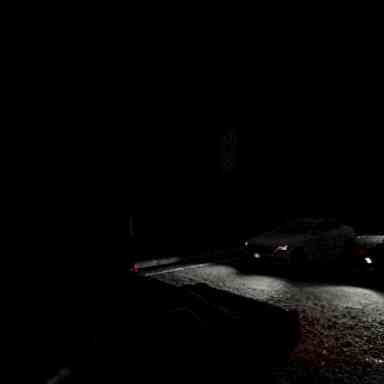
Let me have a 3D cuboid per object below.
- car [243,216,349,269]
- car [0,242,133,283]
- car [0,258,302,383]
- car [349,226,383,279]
[{"bbox_3d":[3.773,1.563,11.176,4.674,1.442,1.812,-1,-1,-37],"label":"car"},{"bbox_3d":[-3.057,1.671,6.084,4.181,1.385,1.994,-1,-1,-37],"label":"car"},{"bbox_3d":[-1.041,1.651,3.219,4.718,1.301,1.895,-1,-1,-39],"label":"car"},{"bbox_3d":[6.701,1.519,8.996,5.357,1.411,2.033,-1,-1,-37],"label":"car"}]
